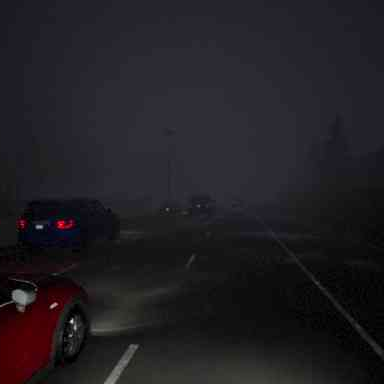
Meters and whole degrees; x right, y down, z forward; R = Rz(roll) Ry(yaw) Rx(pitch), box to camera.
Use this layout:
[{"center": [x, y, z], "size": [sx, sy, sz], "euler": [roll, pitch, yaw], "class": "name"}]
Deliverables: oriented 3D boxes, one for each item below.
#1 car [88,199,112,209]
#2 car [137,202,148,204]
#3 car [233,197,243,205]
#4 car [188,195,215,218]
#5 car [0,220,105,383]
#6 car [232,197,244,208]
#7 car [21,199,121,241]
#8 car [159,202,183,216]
[{"center": [-14.187, 1.845, 51.435], "size": [1.895, 1.301, 4.718], "euler": [0, 0, 8], "class": "car"}, {"center": [-7.284, 1.696, 50.267], "size": [1.882, 1.535, 5.008], "euler": [0, -1, 8], "class": "car"}, {"center": [8.974, 1.698, 64.680], "size": [1.882, 1.535, 5.008], "euler": [0, -1, 10], "class": "car"}, {"center": [0.963, 1.339, 31.542], "size": [2.150, 2.045, 5.566], "euler": [0, 0, 7], "class": "car"}, {"center": [-2.751, 1.375, 3.132], "size": [2.097, 1.767, 4.553], "euler": [0, 0, 7], "class": "car"}, {"center": [6.919, 1.673, 50.103], "size": [1.837, 1.490, 4.892], "euler": [0, -1, 7], "class": "car"}, {"center": [-4.855, 1.292, 14.022], "size": [2.150, 2.045, 5.566], "euler": [0, 0, 7], "class": "car"}, {"center": [-2.138, 1.705, 34.798], "size": [1.994, 1.385, 4.181], "euler": [0, 0, 7], "class": "car"}]
